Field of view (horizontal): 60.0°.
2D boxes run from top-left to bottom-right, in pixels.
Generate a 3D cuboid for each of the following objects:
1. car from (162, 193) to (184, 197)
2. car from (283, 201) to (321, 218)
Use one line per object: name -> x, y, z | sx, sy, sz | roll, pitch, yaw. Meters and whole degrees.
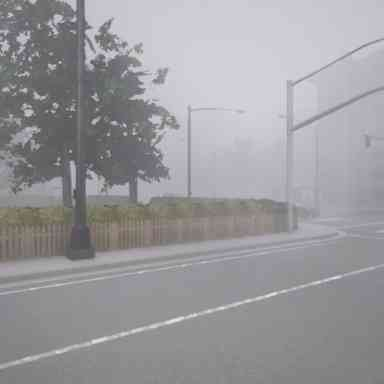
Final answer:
car -> -2.338, 1.218, 47.233 | 2.150, 2.045, 5.566 | 0, 0, -35
car -> 9.368, 1.523, 30.313 | 1.812, 1.442, 4.674 | 0, 0, -35
